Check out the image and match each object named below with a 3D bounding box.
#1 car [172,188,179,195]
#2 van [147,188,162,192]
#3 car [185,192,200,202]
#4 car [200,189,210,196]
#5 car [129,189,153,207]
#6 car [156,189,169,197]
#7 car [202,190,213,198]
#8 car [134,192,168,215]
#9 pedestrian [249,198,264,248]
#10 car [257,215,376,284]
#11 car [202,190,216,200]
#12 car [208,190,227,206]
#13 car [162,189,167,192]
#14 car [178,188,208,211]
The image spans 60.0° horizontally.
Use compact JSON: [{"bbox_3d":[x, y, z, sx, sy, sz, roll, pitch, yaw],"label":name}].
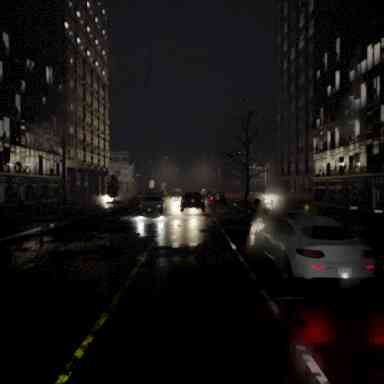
[{"bbox_3d":[-2.989,-0.171,68.268,1.882,1.535,5.008,0,1,0],"label":"car"},{"bbox_3d":[-5.677,0.332,47.411,1.690,1.788,3.998,0,1,0],"label":"van"},{"bbox_3d":[0.085,0.627,45.712,1.895,1.301,4.718,0,1,0],"label":"car"},{"bbox_3d":[2.706,0.056,70.160,2.008,1.369,4.403,0,1,0],"label":"car"},{"bbox_3d":[-5.680,0.763,35.862,1.752,1.417,4.829,0,1,0],"label":"car"},{"bbox_3d":[-5.676,0.177,64.488,2.008,1.369,4.403,0,1,0],"label":"car"},{"bbox_3d":[2.704,0.293,58.778,1.887,1.381,4.507,0,1,0],"label":"car"},{"bbox_3d":[-3.094,0.962,26.484,1.812,1.442,4.674,0,1,0],"label":"car"},{"bbox_3d":[2.330,1.045,11.633,0.375,1.860,0.375,0,1,-2],"label":"pedestrian"},{"bbox_3d":[3.002,1.337,8.821,1.812,1.442,4.674,0,1,0],"label":"car"},{"bbox_3d":[2.703,0.420,53.088,2.008,1.369,4.403,0,1,0],"label":"car"},{"bbox_3d":[2.701,0.674,36.014,1.967,1.590,4.097,0,1,0],"label":"car"},{"bbox_3d":[-5.676,0.188,58.794,1.967,1.590,4.097,0,1,0],"label":"car"},{"bbox_3d":[0.074,0.718,29.793,2.097,1.767,4.553,0,1,0],"label":"car"}]
